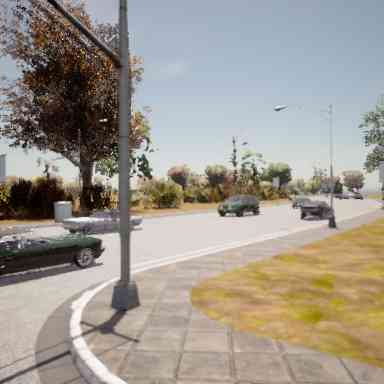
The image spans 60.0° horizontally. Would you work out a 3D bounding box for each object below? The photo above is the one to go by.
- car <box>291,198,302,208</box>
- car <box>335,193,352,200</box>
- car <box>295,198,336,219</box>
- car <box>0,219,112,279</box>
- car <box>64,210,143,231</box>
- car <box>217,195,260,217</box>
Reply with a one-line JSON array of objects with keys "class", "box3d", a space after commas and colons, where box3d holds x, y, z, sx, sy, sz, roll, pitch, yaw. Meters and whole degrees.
[{"class": "car", "box3d": [15.680, 1.584, 47.464, 1.837, 1.490, 4.892, -1, 0, 35]}, {"class": "car", "box3d": [39.369, 1.274, 86.601, 2.033, 1.411, 5.357, -1, 0, 17]}, {"class": "car", "box3d": [11.191, 1.563, 29.668, 1.837, 1.490, 4.892, -1, 0, 38]}, {"class": "car", "box3d": [-4.891, 1.699, 9.478, 1.895, 1.301, 4.718, -1, 0, 39]}, {"class": "car", "box3d": [-5.387, 1.769, 20.209, 1.895, 1.301, 4.718, -1, 0, 41]}, {"class": "car", "box3d": [4.726, 1.352, 32.935, 2.150, 2.045, 5.566, -1, 0, 38]}]
